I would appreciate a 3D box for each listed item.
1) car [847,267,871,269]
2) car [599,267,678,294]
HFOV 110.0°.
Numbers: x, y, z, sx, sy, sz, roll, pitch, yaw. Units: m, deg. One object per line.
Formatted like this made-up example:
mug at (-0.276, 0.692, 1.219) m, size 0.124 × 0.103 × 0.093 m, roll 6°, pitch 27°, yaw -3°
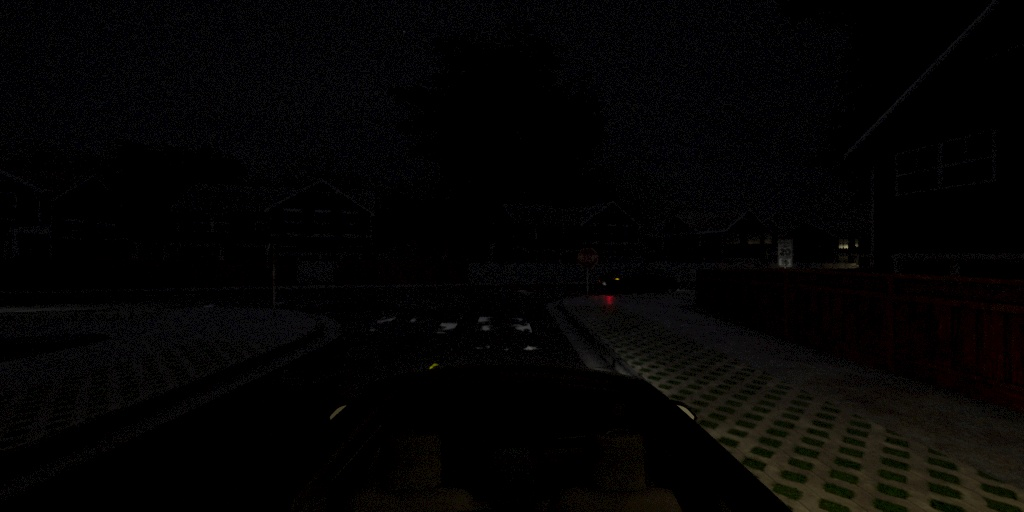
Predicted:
car at (27.562, 1.583, 28.140) m, size 4.674 × 1.442 × 1.812 m, roll 1°, pitch 0°, yaw -20°
car at (7.248, 1.366, 20.582) m, size 4.674 × 1.442 × 1.812 m, roll 1°, pitch 0°, yaw -20°
